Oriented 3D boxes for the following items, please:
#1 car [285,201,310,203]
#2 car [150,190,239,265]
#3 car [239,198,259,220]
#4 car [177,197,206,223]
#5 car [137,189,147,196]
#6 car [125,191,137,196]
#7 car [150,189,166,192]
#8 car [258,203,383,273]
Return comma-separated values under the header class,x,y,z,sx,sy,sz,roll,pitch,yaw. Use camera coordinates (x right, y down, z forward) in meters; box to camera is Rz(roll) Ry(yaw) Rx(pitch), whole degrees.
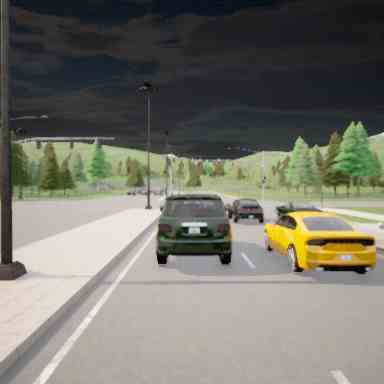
class,x,y,z,sx,sy,sz,roll,pitch,yaw
car,6.977,1.274,22.244,1.895,1.301,4.718,0,1,0
car,0.045,1.054,11.240,2.150,2.045,5.566,0,1,0
car,3.478,1.181,22.051,1.837,1.490,4.892,0,1,0
car,-0.030,1.161,23.411,1.837,1.490,4.892,0,1,0
car,-12.030,0.295,84.164,1.812,1.442,4.674,0,1,0
car,-15.530,0.324,84.176,1.994,1.385,4.181,0,1,0
car,-8.528,0.300,83.891,2.128,1.511,4.902,0,1,0
car,3.552,1.327,10.165,1.882,1.535,5.008,0,1,0
